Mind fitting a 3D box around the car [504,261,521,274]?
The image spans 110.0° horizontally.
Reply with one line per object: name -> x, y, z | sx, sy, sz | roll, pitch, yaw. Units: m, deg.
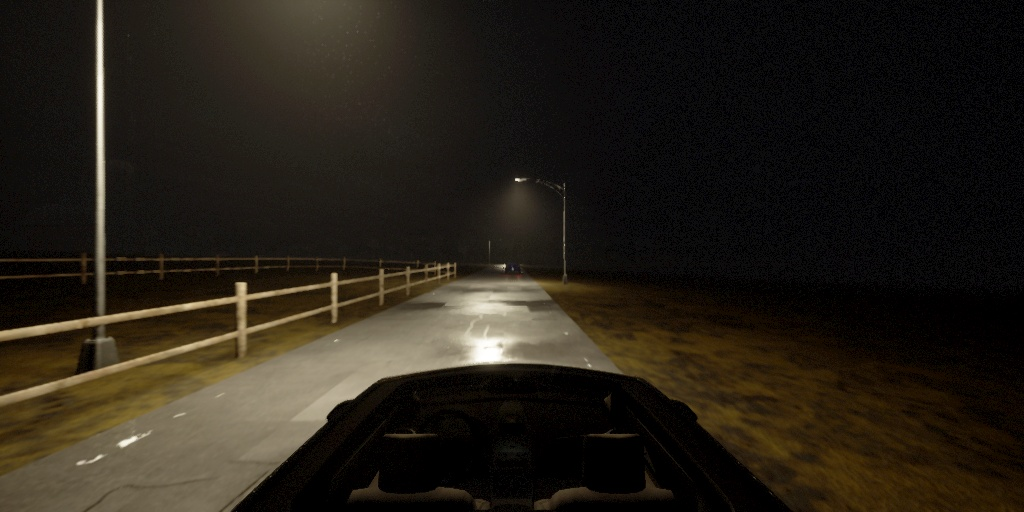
car -> 0.093, 1.369, 43.962 | 1.812, 1.442, 4.674 | 0, 0, 0
